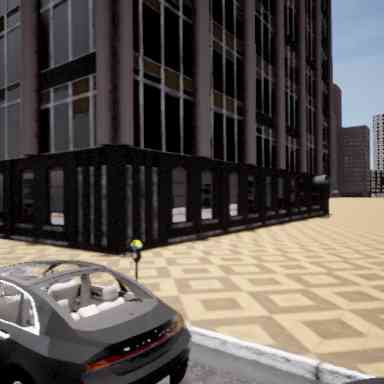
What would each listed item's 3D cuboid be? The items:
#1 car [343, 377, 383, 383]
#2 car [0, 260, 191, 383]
[{"bbox_3d":[2.537,1.537,1.062,4.403,1.369,2.008,-1,0,36],"label":"car"},{"bbox_3d":[-2.070,1.590,4.354,4.403,1.369,2.008,-1,0,36],"label":"car"}]
